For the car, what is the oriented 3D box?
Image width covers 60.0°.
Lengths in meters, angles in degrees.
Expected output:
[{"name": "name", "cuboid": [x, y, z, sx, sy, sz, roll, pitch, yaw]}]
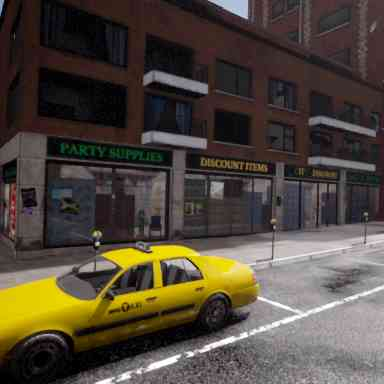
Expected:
[{"name": "car", "cuboid": [-1.037, 1.527, 5.333, 4.829, 1.417, 1.752, 0, 2, -35]}]
